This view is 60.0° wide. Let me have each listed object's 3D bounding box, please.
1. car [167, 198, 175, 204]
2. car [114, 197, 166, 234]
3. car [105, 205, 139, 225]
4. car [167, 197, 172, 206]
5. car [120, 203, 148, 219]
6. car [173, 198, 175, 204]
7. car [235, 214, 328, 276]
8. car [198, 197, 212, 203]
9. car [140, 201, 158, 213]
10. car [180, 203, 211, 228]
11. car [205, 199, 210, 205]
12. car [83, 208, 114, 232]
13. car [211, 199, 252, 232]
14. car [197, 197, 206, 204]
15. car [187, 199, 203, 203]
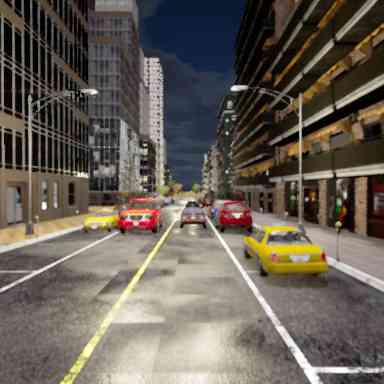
[{"bbox_3d":[-5.756,2.461,90.234,1.947,1.339,4.313,-1,-1,0],"label":"car"},{"bbox_3d":[-3.119,1.431,21.257,2.150,2.045,5.566,0,-1,0],"label":"car"},{"bbox_3d":[-5.698,1.817,27.562,1.887,1.381,4.507,-1,-1,0],"label":"car"},{"bbox_3d":[-5.735,2.235,67.444,1.947,1.339,4.313,-1,-1,0],"label":"car"},{"bbox_3d":[-5.703,1.880,33.259,2.008,1.369,4.403,-1,-1,0],"label":"car"},{"bbox_3d":[-5.746,2.327,78.839,1.887,1.381,4.507,-1,-1,0],"label":"car"},{"bbox_3d":[2.664,1.629,10.522,1.752,1.417,4.829,-1,-1,0],"label":"car"},{"bbox_3d":[2.618,1.869,55.933,2.192,1.841,5.009,-1,-1,0],"label":"car"},{"bbox_3d":[-5.714,1.966,44.484,1.752,1.417,4.829,-1,-1,0],"label":"car"},{"bbox_3d":[0.077,1.789,24.557,2.033,1.411,5.357,0,-1,0],"label":"car"},{"bbox_3d":[2.642,1.768,33.142,1.967,1.590,4.097,-1,-1,0],"label":"car"},{"bbox_3d":[-5.693,1.740,21.695,1.752,1.417,4.829,-1,-1,0],"label":"car"},{"bbox_3d":[2.649,1.529,21.749,2.192,1.841,5.009,-1,-1,0],"label":"car"},{"bbox_3d":[2.586,2.208,90.119,2.192,1.841,5.009,-1,-1,0],"label":"car"},{"bbox_3d":[0.061,1.914,41.365,1.837,1.490,4.892,0,-1,0],"label":"car"}]
